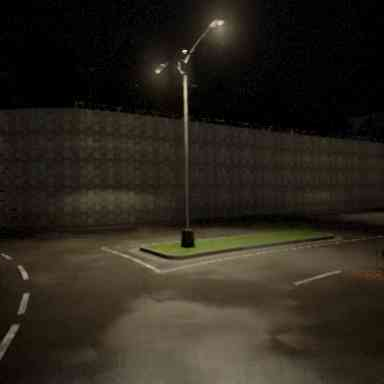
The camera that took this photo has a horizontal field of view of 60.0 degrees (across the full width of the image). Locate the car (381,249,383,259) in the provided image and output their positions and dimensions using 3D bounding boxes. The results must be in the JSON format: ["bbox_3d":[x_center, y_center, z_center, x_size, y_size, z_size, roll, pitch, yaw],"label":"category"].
[{"bbox_3d":[8.137,1.498,10.012,5.357,1.411,2.033,-1,-1,-26],"label":"car"}]
